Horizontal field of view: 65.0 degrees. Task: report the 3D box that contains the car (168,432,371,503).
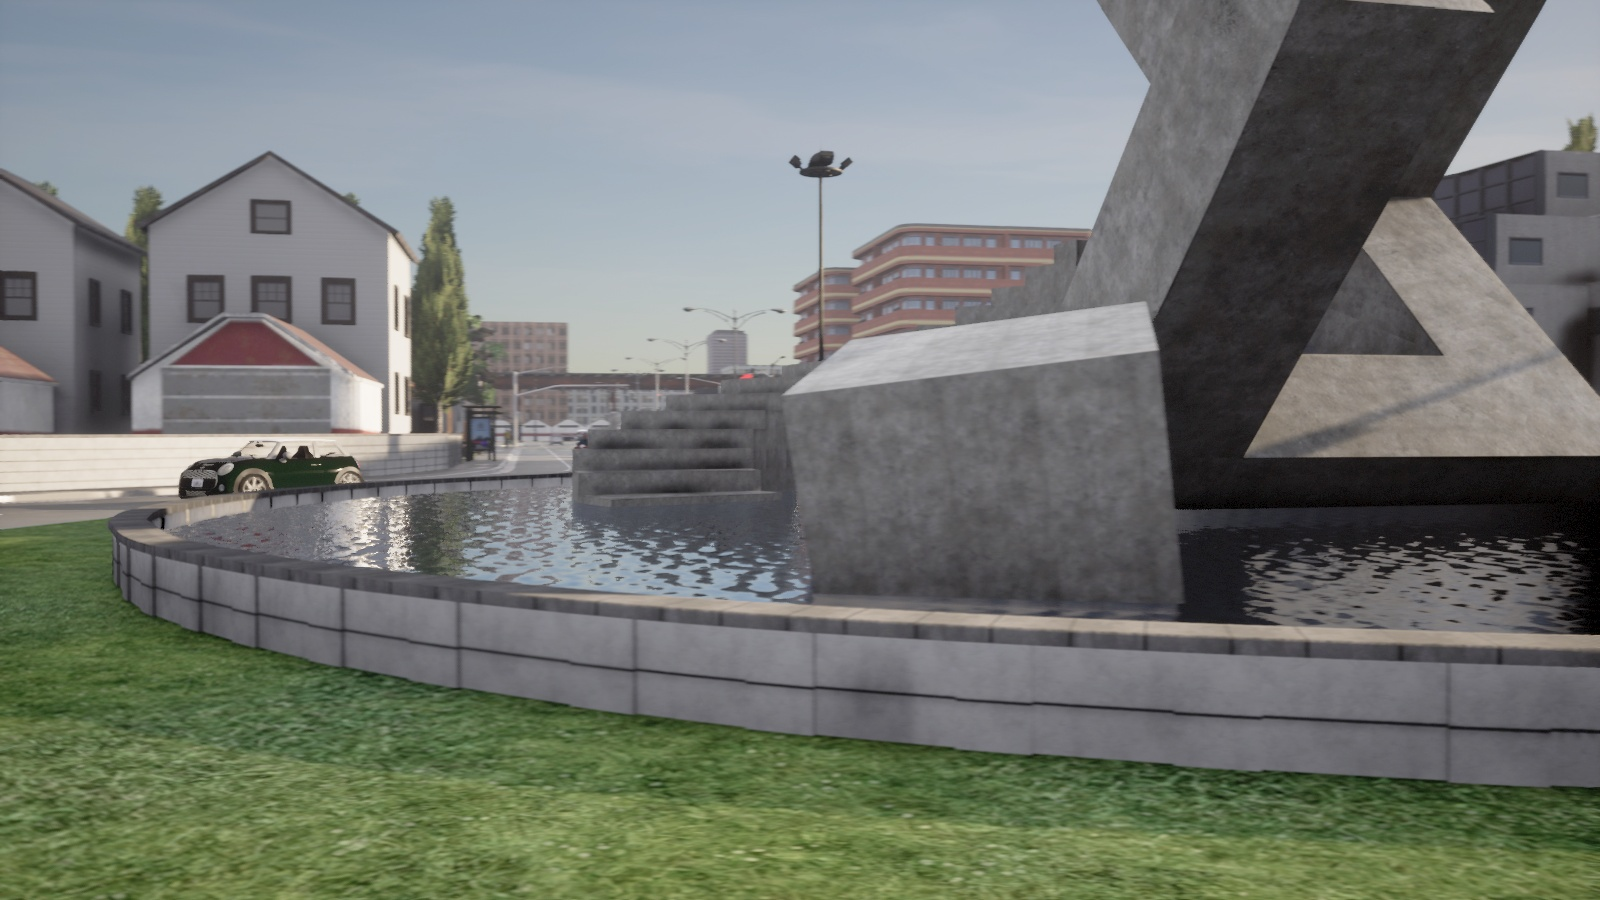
[{"bbox_3d":[-11.952,0.345,28.499,1.970,1.475,3.806,1,1,32],"label":"car"}]
